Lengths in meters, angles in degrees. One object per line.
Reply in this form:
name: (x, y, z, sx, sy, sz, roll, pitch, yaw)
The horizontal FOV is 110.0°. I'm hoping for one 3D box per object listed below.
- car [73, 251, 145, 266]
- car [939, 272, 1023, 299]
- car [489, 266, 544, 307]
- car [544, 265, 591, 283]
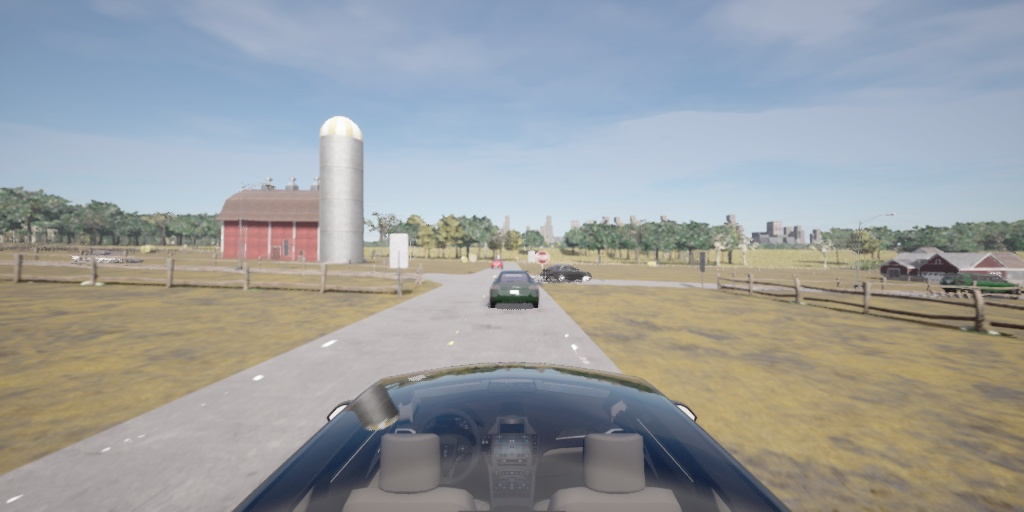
car: (-36.199, 0.247, 32.334, 4.718, 1.301, 1.895, 2, 0, 0)
car: (42.319, 2.628, 32.386, 5.566, 2.045, 2.150, 3, 0, 4)
car: (0.089, 1.292, 15.226, 1.994, 1.385, 4.181, 0, 0, 0)
car: (4.835, 1.544, 31.423, 4.892, 1.490, 1.837, 2, -3, -33)
